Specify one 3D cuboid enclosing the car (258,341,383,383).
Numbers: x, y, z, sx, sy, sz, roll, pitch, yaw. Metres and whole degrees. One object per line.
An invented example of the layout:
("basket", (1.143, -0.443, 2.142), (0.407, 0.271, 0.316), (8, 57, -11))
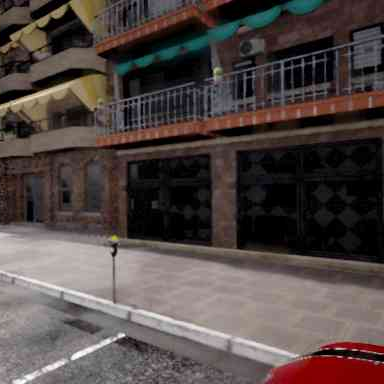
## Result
("car", (2.043, 1.440, 1.429), (4.097, 1.590, 1.967), (0, -1, 36))
